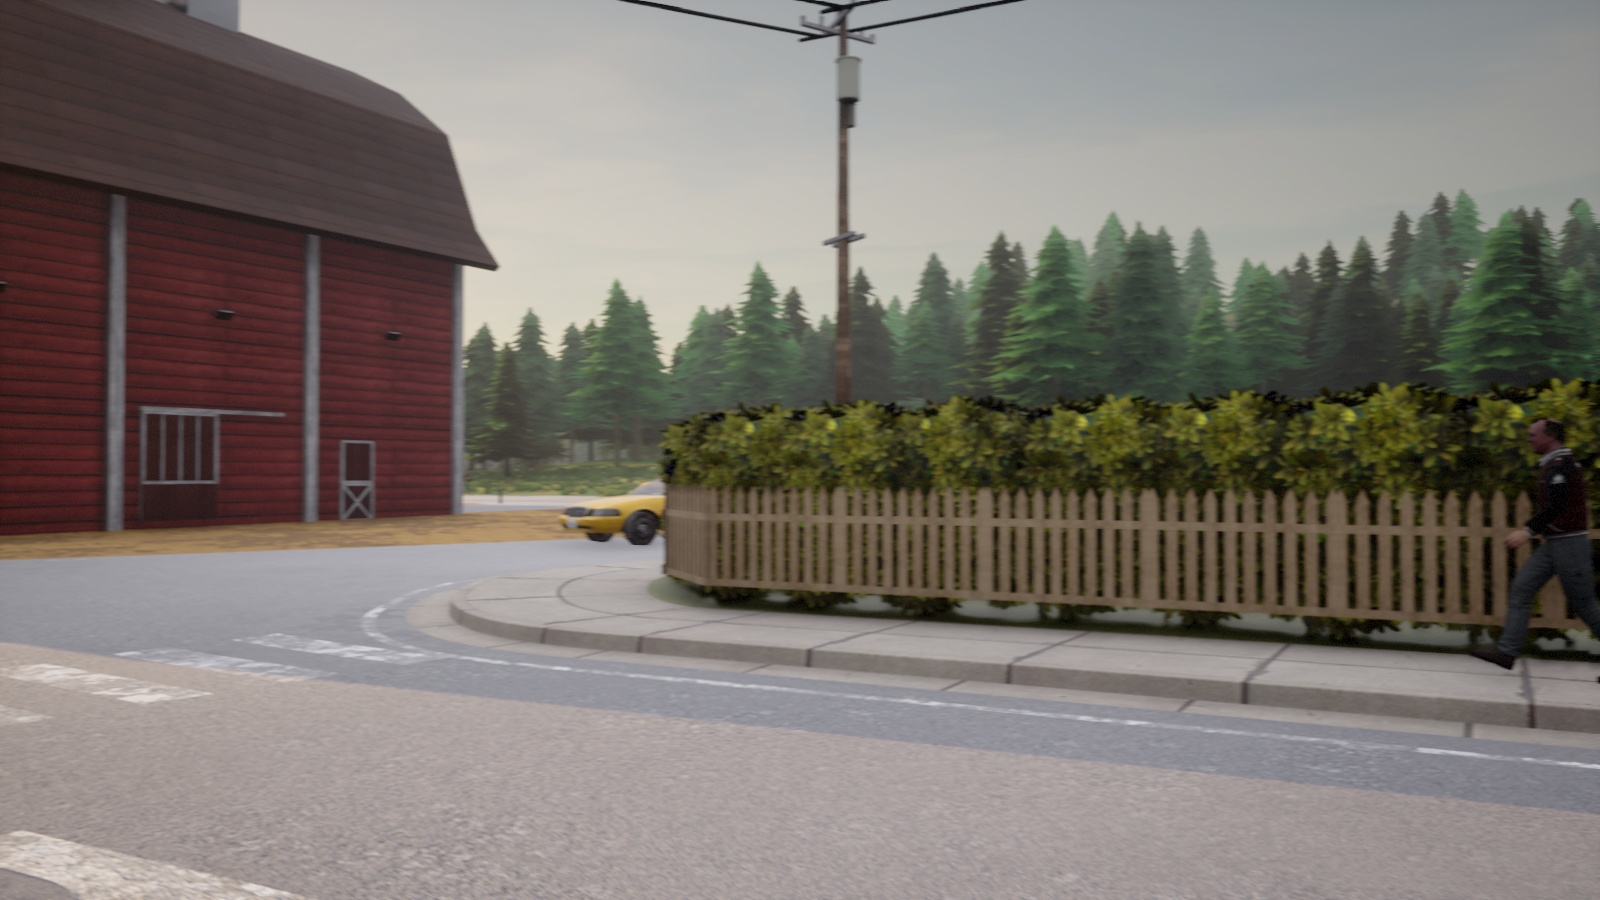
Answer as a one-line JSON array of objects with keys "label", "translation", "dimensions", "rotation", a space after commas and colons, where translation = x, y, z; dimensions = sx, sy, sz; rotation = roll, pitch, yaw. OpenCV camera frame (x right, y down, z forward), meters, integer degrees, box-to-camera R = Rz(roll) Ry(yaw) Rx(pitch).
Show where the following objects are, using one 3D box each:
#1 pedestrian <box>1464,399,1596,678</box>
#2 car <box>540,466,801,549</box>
[{"label": "pedestrian", "translation": [5.028, 0.595, 8.679], "dimensions": [0.720, 1.854, 0.376], "rotation": [-1, -1, 23]}, {"label": "car", "translation": [-2.621, 1.141, 26.488], "dimensions": [5.366, 1.575, 1.801], "rotation": [0, -1, -40]}]
